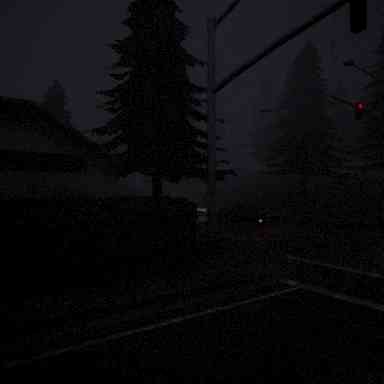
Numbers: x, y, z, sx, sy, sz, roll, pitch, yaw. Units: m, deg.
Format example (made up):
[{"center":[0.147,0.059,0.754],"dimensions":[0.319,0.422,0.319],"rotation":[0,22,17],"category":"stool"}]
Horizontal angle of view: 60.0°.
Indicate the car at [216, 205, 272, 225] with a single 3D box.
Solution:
[{"center":[3.323,1.585,23.728],"dimensions":[1.895,1.301,4.718],"rotation":[0,0,-33],"category":"car"}]
